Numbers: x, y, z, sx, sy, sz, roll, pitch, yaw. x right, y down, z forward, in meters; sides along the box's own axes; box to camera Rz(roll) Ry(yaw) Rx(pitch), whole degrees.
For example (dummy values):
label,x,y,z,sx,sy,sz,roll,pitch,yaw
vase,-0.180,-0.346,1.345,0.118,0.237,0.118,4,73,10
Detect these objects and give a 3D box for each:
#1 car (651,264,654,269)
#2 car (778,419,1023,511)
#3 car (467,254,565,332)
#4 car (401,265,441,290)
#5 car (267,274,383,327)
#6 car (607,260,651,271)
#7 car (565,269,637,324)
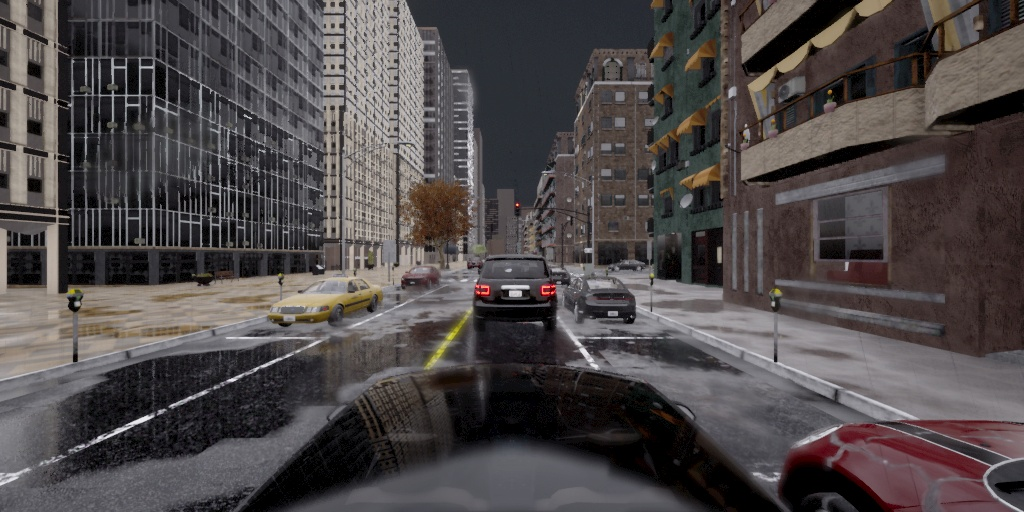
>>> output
label,x,y,z,sx,sy,sz,roll,pitch,yaw
car,18.849,1.006,42.269,4.829,1.417,1.751,0,0,-1
car,2.687,1.190,0.675,1.967,1.591,4.097,0,0,0
car,0.094,0.972,11.018,2.150,2.045,5.566,0,0,0
car,-5.683,1.300,22.810,1.888,1.381,4.507,0,0,0
car,-5.687,1.276,11.574,1.751,1.417,4.829,0,0,0
car,13.452,1.109,42.217,4.403,1.370,2.007,0,0,-1
car,2.693,1.301,11.740,2.007,1.370,4.403,0,0,0
